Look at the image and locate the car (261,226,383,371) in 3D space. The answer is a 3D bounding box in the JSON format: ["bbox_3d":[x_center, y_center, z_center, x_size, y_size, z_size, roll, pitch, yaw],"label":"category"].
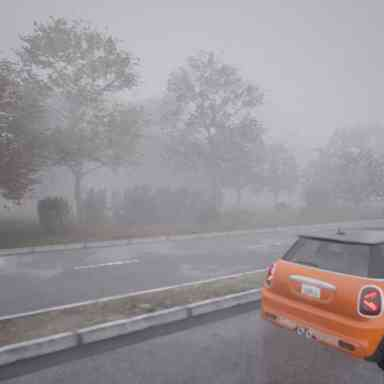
[{"bbox_3d":[3.377,1.407,5.845,4.553,1.767,2.097,1,0,-35],"label":"car"}]
